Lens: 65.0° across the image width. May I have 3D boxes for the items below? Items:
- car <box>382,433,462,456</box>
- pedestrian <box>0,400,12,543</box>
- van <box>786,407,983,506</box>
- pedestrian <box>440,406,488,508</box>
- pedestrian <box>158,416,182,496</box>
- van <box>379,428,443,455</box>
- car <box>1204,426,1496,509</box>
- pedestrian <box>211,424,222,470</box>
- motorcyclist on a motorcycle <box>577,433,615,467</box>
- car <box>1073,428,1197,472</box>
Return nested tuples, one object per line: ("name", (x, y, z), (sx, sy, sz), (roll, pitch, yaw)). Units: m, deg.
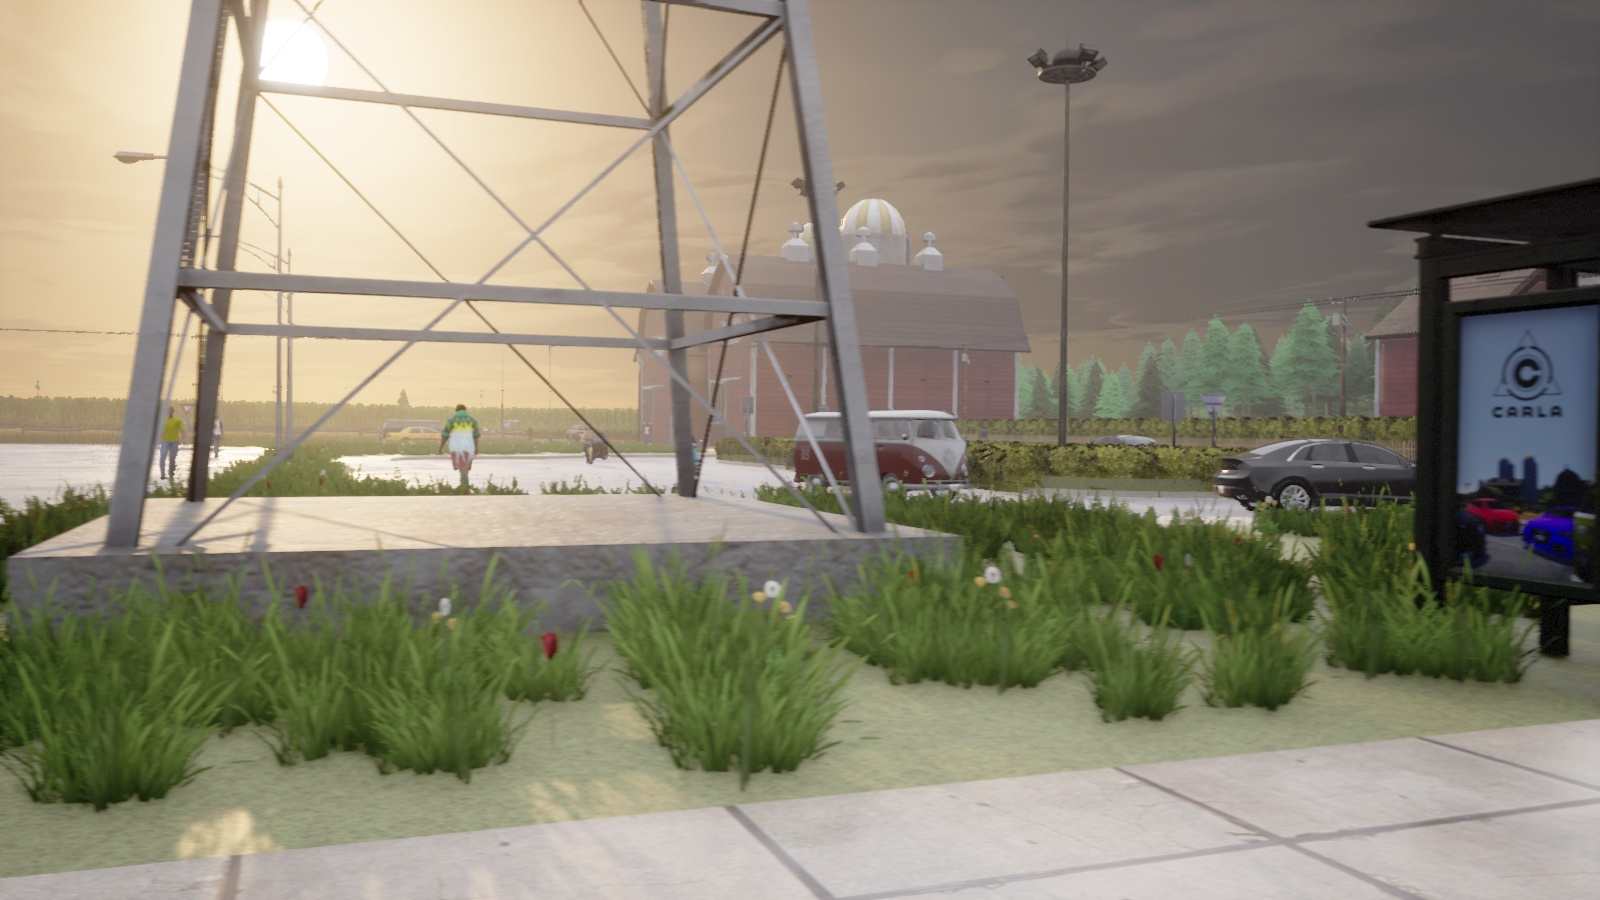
("car", (-27.048, -0.425, 89.837), (5.366, 1.575, 1.801), (-1, 1, -21))
("pedestrian", (-10.959, 0.294, 16.833), (0.396, 1.930, 0.692), (-1, 1, -8))
("van", (1.757, 0.096, 27.501), (1.775, 1.987, 4.442), (-1, 1, -38))
("pedestrian", (-6.599, 0.124, 24.659), (0.659, 1.952, 0.873), (-1, 1, -33))
("pedestrian", (-14.653, 0.134, 29.213), (0.354, 1.836, 0.706), (-1, 1, -17))
("van", (-28.782, -0.642, 92.917), (4.442, 1.987, 1.775), (-1, 1, -21))
("car", (10.580, 0.312, 24.366), (4.892, 1.490, 1.837), (-1, 1, -3))
("pedestrian", (-23.335, -0.115, 50.202), (0.354, 1.836, 0.706), (-1, 1, -23))
("motorcyclist on a motorcycle", (-9.538, -0.007, 58.745), (0.866, 1.530, 2.191), (1, 1, 18))
("car", (12.098, -0.042, 45.709), (1.837, 1.490, 4.892), (-1, 1, -21))
